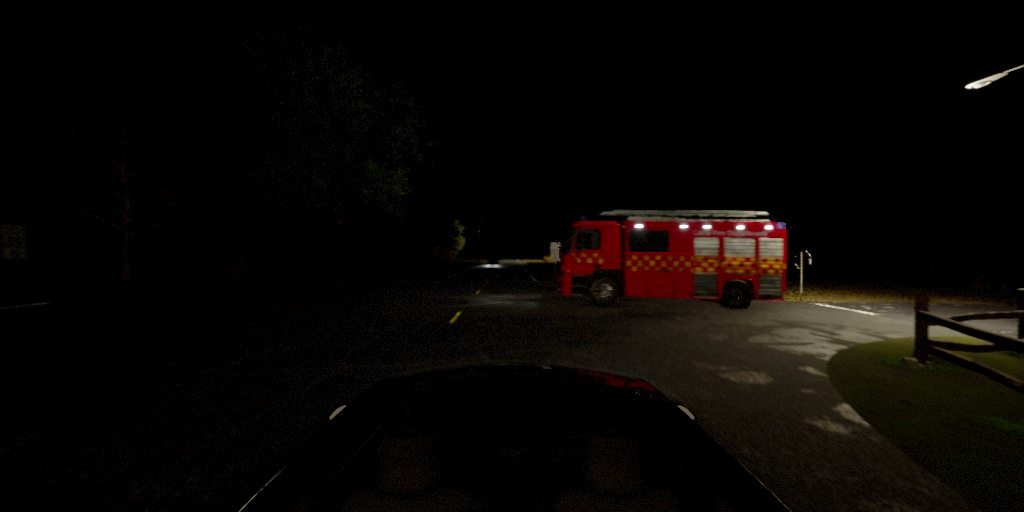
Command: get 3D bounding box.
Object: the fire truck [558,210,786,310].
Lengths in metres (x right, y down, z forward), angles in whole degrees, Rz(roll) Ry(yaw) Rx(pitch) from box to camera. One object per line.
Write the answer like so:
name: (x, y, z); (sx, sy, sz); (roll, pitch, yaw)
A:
fire truck: (6.293, 0.088, 15.150); (8.468, 3.827, 2.891); (1, 1, 5)
